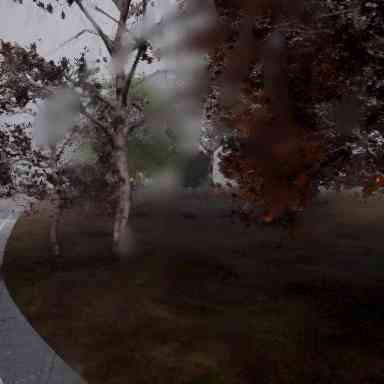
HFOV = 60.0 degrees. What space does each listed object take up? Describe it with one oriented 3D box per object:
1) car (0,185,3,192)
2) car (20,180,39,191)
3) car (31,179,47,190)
[{"bbox_3d":[-22.906,-0.428,37.747,2.128,1.511,4.902,0,3,-17],"label":"car"},{"bbox_3d":[-20.672,-0.618,42.400,1.812,1.442,4.674,0,3,-18],"label":"car"},{"bbox_3d":[-23.836,-1.200,51.956,1.812,1.442,4.674,0,3,-21],"label":"car"}]
